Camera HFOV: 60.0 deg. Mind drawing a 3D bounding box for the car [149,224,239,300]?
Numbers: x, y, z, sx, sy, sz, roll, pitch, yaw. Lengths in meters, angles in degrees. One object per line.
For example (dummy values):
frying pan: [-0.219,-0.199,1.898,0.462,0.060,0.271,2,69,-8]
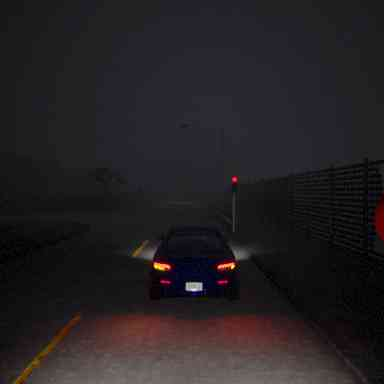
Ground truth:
car: [0.058,1.524,8.244,1.812,1.442,4.674,0,0,1]
